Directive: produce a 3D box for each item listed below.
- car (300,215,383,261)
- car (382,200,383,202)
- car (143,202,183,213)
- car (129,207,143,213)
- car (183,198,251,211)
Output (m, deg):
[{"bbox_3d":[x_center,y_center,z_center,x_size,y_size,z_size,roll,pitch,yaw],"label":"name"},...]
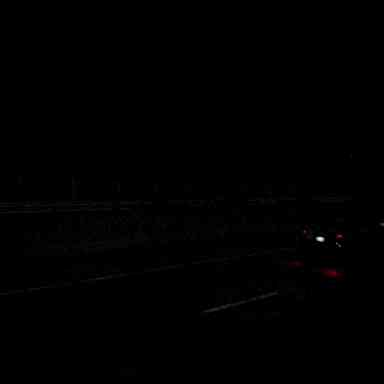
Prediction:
[{"bbox_3d":[5.905,1.535,12.242,4.181,1.385,1.994,0,0,-35],"label":"car"},{"bbox_3d":[32.048,1.271,52.502,4.553,1.767,2.097,1,0,-35],"label":"car"},{"bbox_3d":[-0.909,1.567,24.823,4.718,1.301,1.895,0,0,-35],"label":"car"},{"bbox_3d":[-2.629,1.513,27.894,5.357,1.411,2.033,0,0,-35],"label":"car"},{"bbox_3d":[2.056,1.315,22.634,4.553,1.767,2.097,0,0,-35],"label":"car"}]
